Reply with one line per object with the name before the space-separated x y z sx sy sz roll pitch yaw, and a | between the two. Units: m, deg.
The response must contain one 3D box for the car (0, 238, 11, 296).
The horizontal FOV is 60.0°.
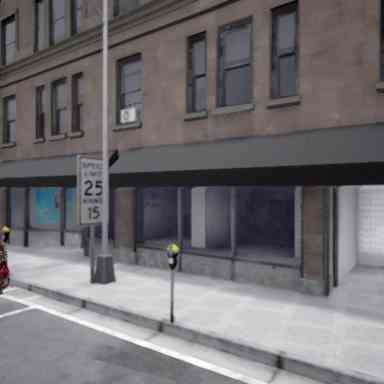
car | -5.876 1.399 7.129 5.009 1.841 2.192 -1 0 35
